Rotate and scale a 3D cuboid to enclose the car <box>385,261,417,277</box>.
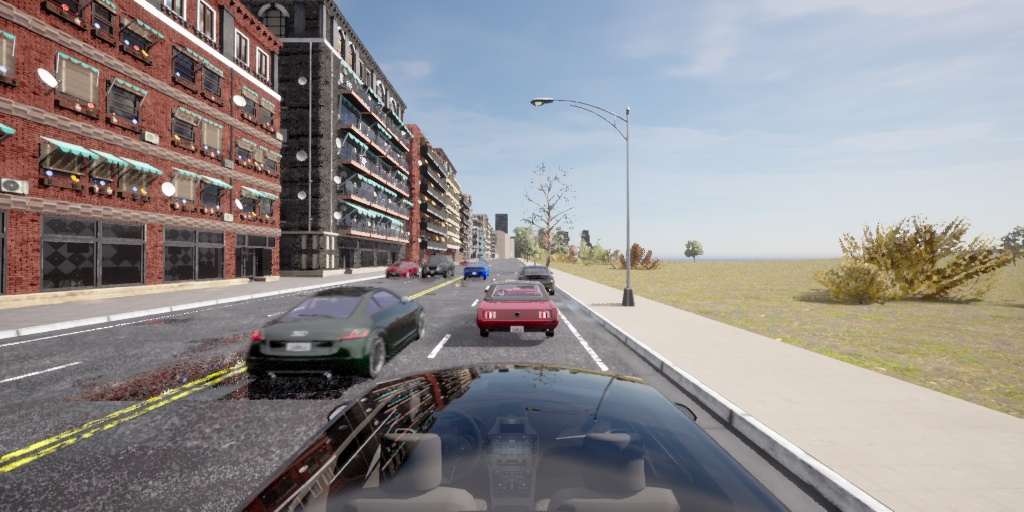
[{"bbox_3d":[-9.721,1.230,32.045,1.882,1.535,5.008,0,0,0],"label":"car"}]

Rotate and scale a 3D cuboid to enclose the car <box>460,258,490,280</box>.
[{"bbox_3d":[-3.023,1.230,31.319,1.882,1.535,5.008,0,0,0],"label":"car"}]

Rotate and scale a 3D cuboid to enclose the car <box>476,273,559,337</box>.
[{"bbox_3d":[0.135,1.352,10.246,1.895,1.301,4.718,0,0,0],"label":"car"}]

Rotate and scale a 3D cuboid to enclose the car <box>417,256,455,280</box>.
[{"bbox_3d":[-6.470,0.973,32.008,2.150,2.045,5.566,0,0,0],"label":"car"}]

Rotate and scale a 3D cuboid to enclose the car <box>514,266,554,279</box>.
[{"bbox_3d":[1.213,1.257,19.446,1.837,1.490,4.892,0,0,0],"label":"car"}]

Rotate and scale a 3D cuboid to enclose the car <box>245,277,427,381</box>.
[{"bbox_3d":[-3.130,1.314,7.282,1.994,1.385,4.181,0,0,0],"label":"car"}]
